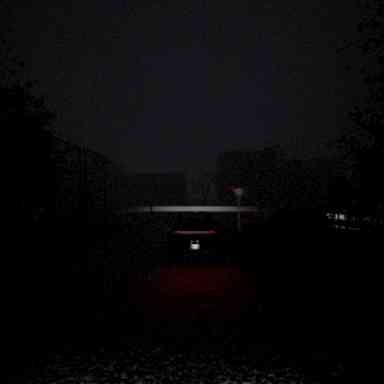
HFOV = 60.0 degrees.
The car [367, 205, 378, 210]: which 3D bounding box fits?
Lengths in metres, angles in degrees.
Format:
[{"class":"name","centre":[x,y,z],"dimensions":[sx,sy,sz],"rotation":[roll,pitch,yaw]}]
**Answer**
[{"class":"car","centre":[40.792,4.213,71.281],"dimensions":[5.366,1.575,1.946],"rotation":[-1,0,-17]}]

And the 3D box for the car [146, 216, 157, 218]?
[{"class":"car","centre":[-6.091,4.498,50.945],"dimensions":[2.163,1.488,4.792],"rotation":[0,0,-18]}]

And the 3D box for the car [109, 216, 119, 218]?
[{"class":"car","centre":[-12.018,4.466,51.154],"dimensions":[2.097,1.535,5.008],"rotation":[0,0,-18]}]

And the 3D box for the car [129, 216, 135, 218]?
[{"class":"car","centre":[-9.130,4.465,51.234],"dimensions":[1.946,1.575,5.366],"rotation":[0,0,-18]}]

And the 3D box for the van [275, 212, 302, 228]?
[{"class":"van","centre":[14.555,4.245,50.433],"dimensions":[1.878,1.987,4.442],"rotation":[0,0,-18]}]

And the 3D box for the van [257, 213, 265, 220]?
[{"class":"van","centre":[11.598,4.245,50.526],"dimensions":[1.878,1.987,4.442],"rotation":[0,0,-18]}]

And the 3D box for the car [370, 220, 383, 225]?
[{"class":"car","centre":[19.824,4.417,33.179],"dimensions":[2.435,2.045,5.566],"rotation":[0,1,-18]}]

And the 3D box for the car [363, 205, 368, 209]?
[{"class":"car","centre":[40.777,4.225,74.229],"dimensions":[4.674,1.452,2.002],"rotation":[-1,0,-17]}]

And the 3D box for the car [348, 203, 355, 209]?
[{"class":"car","centre":[41.132,4.116,80.220],"dimensions":[5.008,1.535,2.097],"rotation":[-1,1,-17]}]

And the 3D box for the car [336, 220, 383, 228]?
[{"class":"car","centre":[16.767,4.416,33.316],"dimensions":[2.435,2.045,5.566],"rotation":[-1,2,-18]}]

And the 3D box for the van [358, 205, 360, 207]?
[{"class":"van","centre":[40.839,3.927,77.184],"dimensions":[4.442,1.987,1.878],"rotation":[-1,1,-17]}]

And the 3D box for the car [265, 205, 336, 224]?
[{"class":"car","centre":[8.671,1.811,26.864],"dimensions":[4.674,1.442,1.812],"rotation":[4,0,5]}]

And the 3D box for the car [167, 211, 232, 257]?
[{"class":"car","centre":[0.099,1.493,12.856],"dimensions":[2.128,1.511,4.902],"rotation":[0,0,0]}]

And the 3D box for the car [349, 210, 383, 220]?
[{"class":"car","centre":[26.408,4.219,49.975],"dimensions":[2.435,2.045,5.566],"rotation":[0,0,-18]}]

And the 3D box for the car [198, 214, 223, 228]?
[{"class":"car","centre":[2.757,4.345,50.722],"dimensions":[2.185,1.767,4.553],"rotation":[0,0,-18]}]

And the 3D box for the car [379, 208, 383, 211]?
[{"class":"car","centre":[40.258,4.036,65.206],"dimensions":[5.566,2.045,2.435],"rotation":[-1,1,-17]}]
